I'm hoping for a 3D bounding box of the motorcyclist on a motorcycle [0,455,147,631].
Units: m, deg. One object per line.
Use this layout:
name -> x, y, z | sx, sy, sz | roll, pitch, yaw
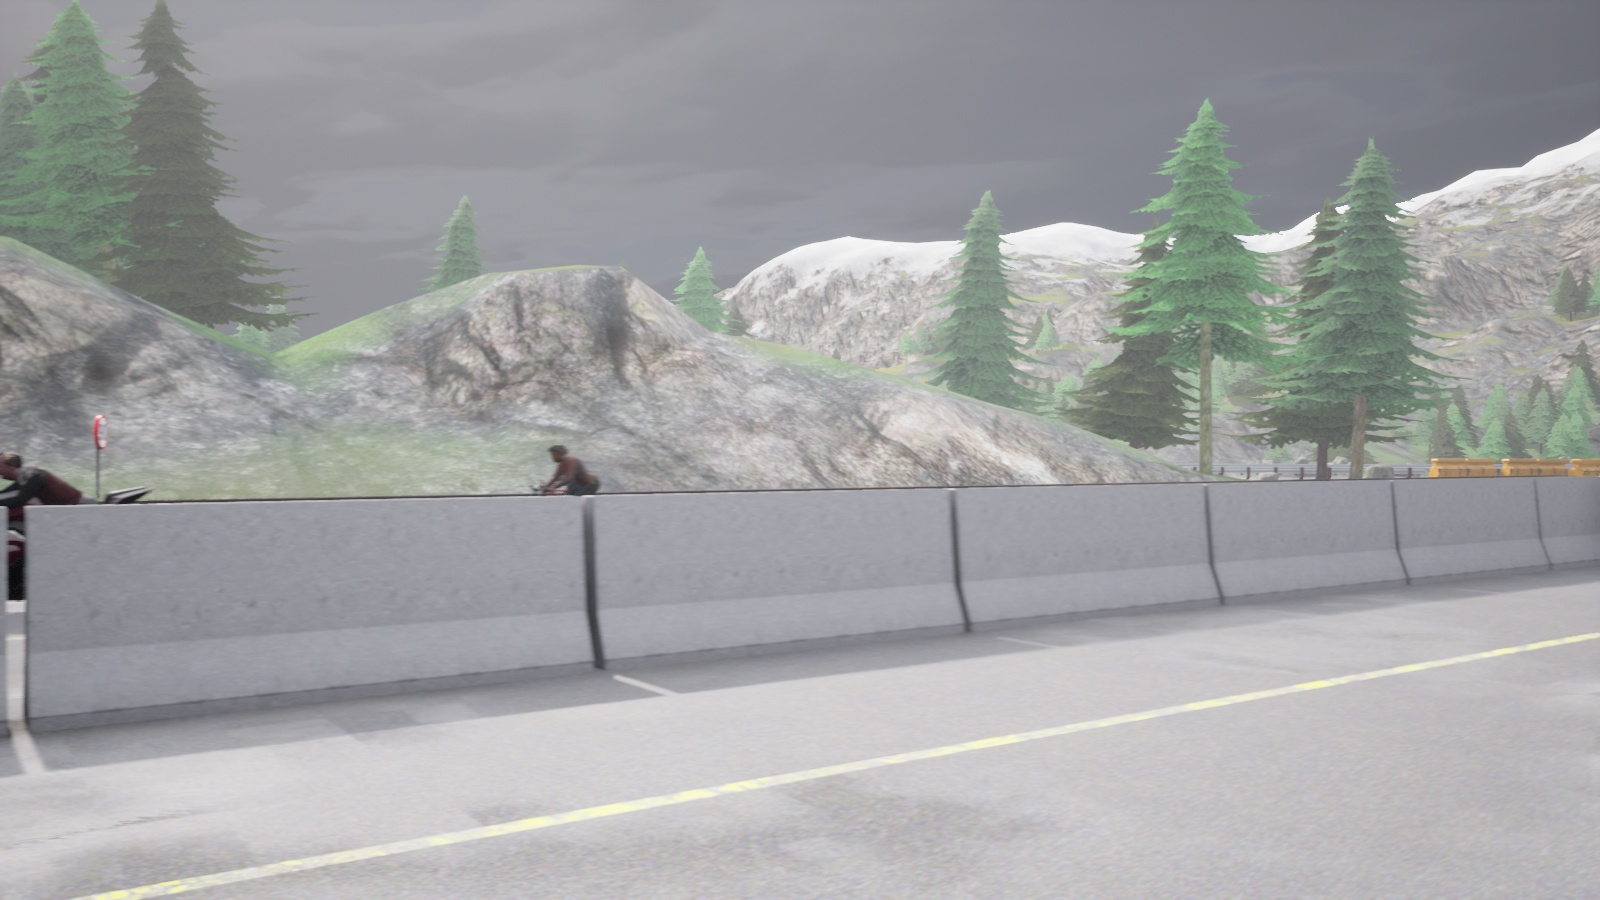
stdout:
motorcyclist on a motorcycle -> -7.231, 0.823, 11.418 | 2.191, 1.530, 0.866 | 0, 0, -35
